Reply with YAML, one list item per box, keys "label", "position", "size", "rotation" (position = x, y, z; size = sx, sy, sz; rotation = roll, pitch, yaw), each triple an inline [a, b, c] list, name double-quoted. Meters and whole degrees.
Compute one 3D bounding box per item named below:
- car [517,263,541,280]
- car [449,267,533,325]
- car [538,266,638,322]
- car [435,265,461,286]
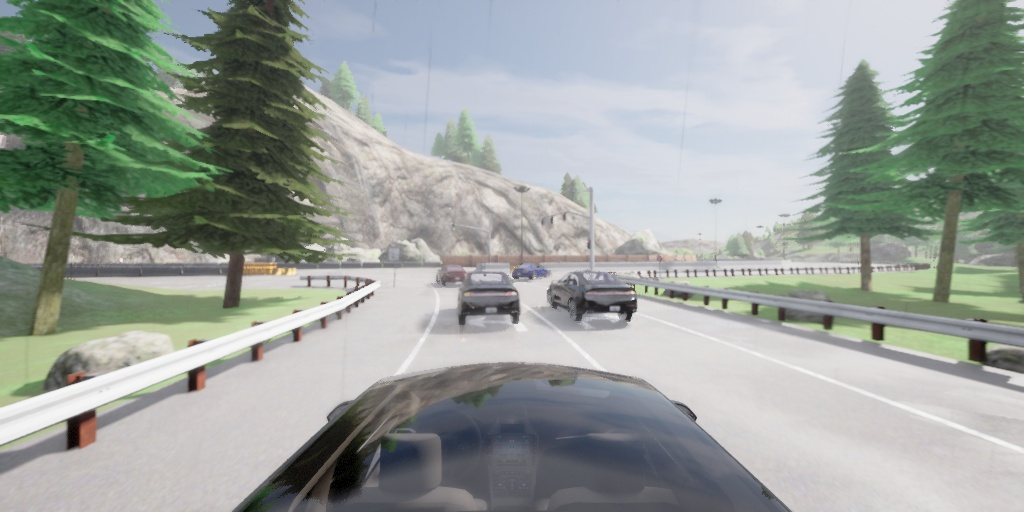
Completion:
- label: "car"
  position: [1.803, 1.376, 32.285]
  size: [1.812, 1.442, 4.674]
  rotation: [-1, -1, 32]
- label: "car"
  position: [-0.888, 1.274, 12.054]
  size: [2.128, 1.511, 4.902]
  rotation: [0, -1, -8]
- label: "car"
  position: [2.561, 1.272, 12.471]
  size: [2.128, 1.511, 4.902]
  rotation: [0, 0, -8]
- label: "car"
  position: [-4.445, 1.373, 26.454]
  size: [1.812, 1.442, 4.674]
  rotation: [0, 0, -19]
